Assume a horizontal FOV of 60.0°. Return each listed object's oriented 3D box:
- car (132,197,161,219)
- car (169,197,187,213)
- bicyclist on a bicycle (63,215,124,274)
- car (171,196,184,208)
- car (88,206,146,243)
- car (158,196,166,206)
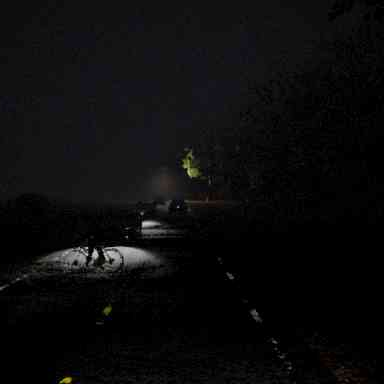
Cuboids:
[{"bbox_3d":[-4.109,1.491,29.169,2.128,1.511,4.902,0,0,-2],"label":"car"},{"bbox_3d":[-1.568,1.560,37.483,1.994,1.385,4.181,0,0,-3],"label":"car"},{"bbox_3d":[-2.727,1.456,9.172,1.656,1.620,0.582,-2,0,-3],"label":"bicyclist on a bicycle"},{"bbox_3d":[-2.141,1.467,49.946,1.882,1.535,5.008,0,0,-3],"label":"car"},{"bbox_3d":[-3.517,1.566,15.876,1.994,1.385,4.181,0,0,-2],"label":"car"},{"bbox_3d":[-5.262,1.464,53.763,1.882,1.535,5.008,0,0,-3],"label":"car"}]
